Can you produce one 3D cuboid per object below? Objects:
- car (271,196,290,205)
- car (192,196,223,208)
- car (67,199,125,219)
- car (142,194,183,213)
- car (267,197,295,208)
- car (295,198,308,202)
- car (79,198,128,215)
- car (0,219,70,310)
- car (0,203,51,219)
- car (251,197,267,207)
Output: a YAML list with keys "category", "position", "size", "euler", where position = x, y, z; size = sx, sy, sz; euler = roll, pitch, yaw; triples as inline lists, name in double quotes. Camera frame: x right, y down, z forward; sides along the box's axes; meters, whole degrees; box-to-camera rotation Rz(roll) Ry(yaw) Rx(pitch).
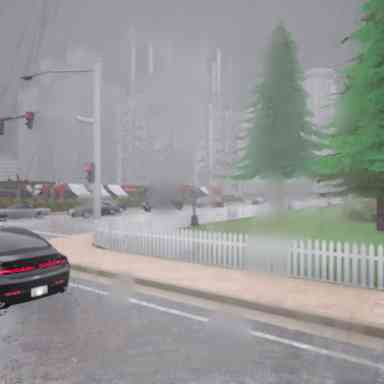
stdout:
- category: "car"
  position: [15.916, 1.540, 59.495]
  size: [1.812, 1.442, 4.674]
  euler: [0, 0, 34]
- category: "car"
  position: [2.515, 1.369, 46.224]
  size: [2.097, 1.767, 4.553]
  euler: [0, 0, 34]
- category: "car"
  position: [-8.705, 1.509, 29.643]
  size: [2.128, 1.511, 4.902]
  euler: [0, 0, 34]
- category: "car"
  position: [-3.212, 1.239, 37.776]
  size: [2.150, 2.045, 5.566]
  euler: [0, 0, 34]
- category: "car"
  position: [13.307, 1.612, 49.379]
  size: [1.895, 1.301, 4.718]
  euler: [0, 0, 34]
- category: "car"
  position: [18.633, 1.575, 57.270]
  size: [1.994, 1.385, 4.181]
  euler: [0, 0, 34]
- category: "car"
  position: [-9.249, 1.497, 35.091]
  size: [1.882, 1.535, 5.008]
  euler: [0, 0, 34]
- category: "car"
  position: [-4.679, 1.511, 7.312]
  size: [4.892, 1.490, 1.837]
  euler: [0, 0, 36]
- category: "car"
  position: [-14.405, 1.621, 27.572]
  size: [1.895, 1.301, 4.718]
  euler: [0, 0, 36]
- category: "car"
  position: [10.788, 1.540, 51.902]
  size: [1.812, 1.442, 4.674]
  euler: [0, 0, 34]
